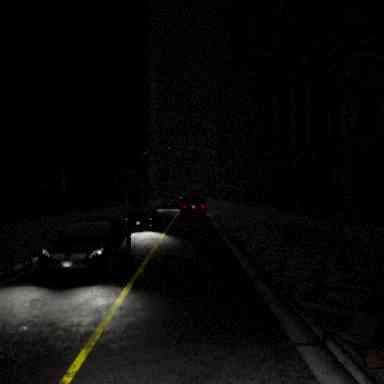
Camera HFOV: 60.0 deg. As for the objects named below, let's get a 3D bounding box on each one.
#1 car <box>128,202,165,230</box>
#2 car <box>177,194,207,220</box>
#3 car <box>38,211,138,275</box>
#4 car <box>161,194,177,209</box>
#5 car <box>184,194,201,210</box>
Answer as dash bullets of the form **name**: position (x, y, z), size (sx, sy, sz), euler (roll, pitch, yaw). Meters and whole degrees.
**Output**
- **car**: position (-3.062, 1.577, 20.940), size (1.994, 1.385, 4.181), euler (0, 0, 0)
- **car**: position (0.091, 1.243, 28.221), size (2.150, 2.045, 5.566), euler (0, 0, 0)
- **car**: position (-3.095, 1.530, 10.557), size (1.812, 1.442, 4.674), euler (0, 0, 0)
- **car**: position (-3.099, 1.272, 47.006), size (2.150, 2.045, 5.566), euler (0, 0, 0)
- **car**: position (0.084, 1.267, 46.031), size (2.150, 2.045, 5.566), euler (0, 0, 0)
